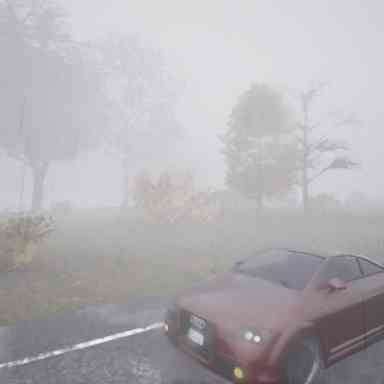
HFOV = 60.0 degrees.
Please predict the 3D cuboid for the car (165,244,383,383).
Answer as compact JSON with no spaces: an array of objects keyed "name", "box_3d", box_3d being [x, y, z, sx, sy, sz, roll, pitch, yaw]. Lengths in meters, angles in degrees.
[{"name":"car","box_3d":[1.673,1.569,5.182,4.181,1.385,1.994,0,0,-35]}]
